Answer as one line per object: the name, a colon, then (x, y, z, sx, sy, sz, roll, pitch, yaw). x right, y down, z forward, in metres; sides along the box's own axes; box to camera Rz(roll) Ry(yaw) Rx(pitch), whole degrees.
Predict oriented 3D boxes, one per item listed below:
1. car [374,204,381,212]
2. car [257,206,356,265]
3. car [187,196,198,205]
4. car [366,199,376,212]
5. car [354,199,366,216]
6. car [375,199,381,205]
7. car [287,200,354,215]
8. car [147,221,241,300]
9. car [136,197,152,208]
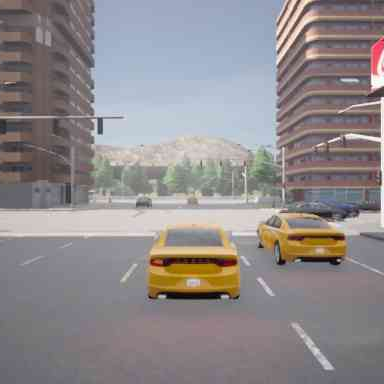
car: (3.600, 1.222, 1.764, 2.150, 2.045, 5.566, 0, 0, 0)
car: (3.565, 1.477, 11.707, 1.882, 1.535, 5.008, 0, 0, 0)
car: (0.078, 1.477, 59.178, 1.882, 1.535, 5.008, 0, 0, 0)
car: (18.966, 1.491, 36.128, 4.902, 1.511, 2.128, 0, 0, 0)
car: (11.885, 1.477, 28.887, 5.008, 1.535, 1.882, 0, 0, 0)
car: (20.894, 1.563, 32.640, 4.181, 1.385, 1.994, 0, 0, 0)
car: (9.214, 1.491, 25.372, 4.902, 1.511, 2.128, 0, 0, 0)
car: (0.048, 1.478, 8.468, 1.882, 1.535, 5.008, 0, 0, 0)
car: (-7.088, 1.477, 49.325, 1.882, 1.535, 5.008, 0, 0, 0)
